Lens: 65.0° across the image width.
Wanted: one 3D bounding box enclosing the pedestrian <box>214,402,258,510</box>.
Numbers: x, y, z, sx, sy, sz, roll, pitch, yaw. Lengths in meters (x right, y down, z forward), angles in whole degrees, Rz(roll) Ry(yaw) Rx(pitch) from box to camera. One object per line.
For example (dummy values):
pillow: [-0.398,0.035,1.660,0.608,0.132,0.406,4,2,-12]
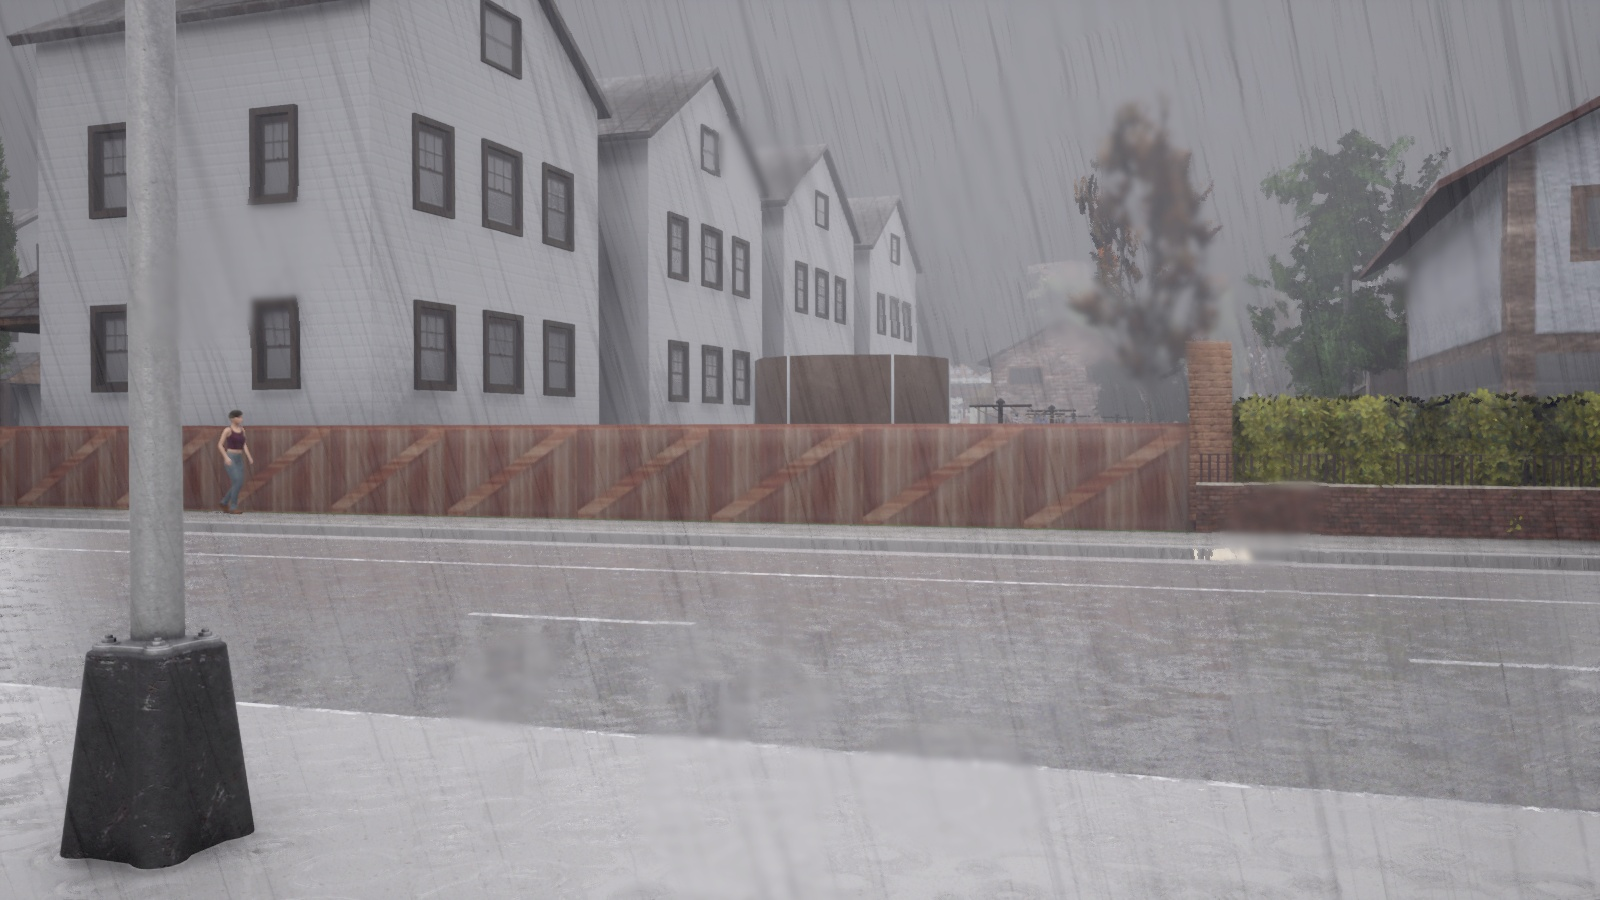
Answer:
pedestrian: [-9.669,0.100,21.536,0.594,1.836,0.345,0,1,17]
